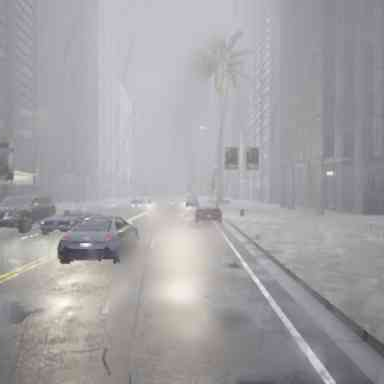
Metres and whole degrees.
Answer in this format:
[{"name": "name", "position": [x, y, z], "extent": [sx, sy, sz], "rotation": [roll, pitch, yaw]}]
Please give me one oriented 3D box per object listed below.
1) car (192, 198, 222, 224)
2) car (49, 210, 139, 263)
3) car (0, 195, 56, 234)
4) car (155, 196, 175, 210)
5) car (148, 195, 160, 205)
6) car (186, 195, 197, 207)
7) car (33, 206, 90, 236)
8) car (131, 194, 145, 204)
[{"name": "car", "position": [1.143, 1.438, 24.643], "extent": [1.882, 1.535, 5.008], "rotation": [0, 0, 0]}, {"name": "car", "position": [-3.147, 1.542, 11.893], "extent": [1.994, 1.385, 4.181], "rotation": [0, 0, 0]}, {"name": "car", "position": [-9.843, 1.191, 19.518], "extent": [2.150, 2.045, 5.566], "rotation": [0, 0, 0]}, {"name": "car", "position": [-3.141, 1.544, 41.388], "extent": [1.895, 1.301, 4.718], "rotation": [0, 0, 0]}, {"name": "car", "position": [-6.540, 1.283, 58.845], "extent": [2.097, 1.767, 4.553], "rotation": [0, 0, 1]}, {"name": "car", "position": [0.065, 1.499, 49.888], "extent": [1.994, 1.385, 4.181], "rotation": [0, 0, 0]}, {"name": "car", "position": [-6.595, 1.569, 18.391], "extent": [1.895, 1.301, 4.718], "rotation": [0, 0, 0]}, {"name": "car", "position": [-9.772, 1.494, 60.069], "extent": [1.994, 1.385, 4.181], "rotation": [0, 0, 1]}]
